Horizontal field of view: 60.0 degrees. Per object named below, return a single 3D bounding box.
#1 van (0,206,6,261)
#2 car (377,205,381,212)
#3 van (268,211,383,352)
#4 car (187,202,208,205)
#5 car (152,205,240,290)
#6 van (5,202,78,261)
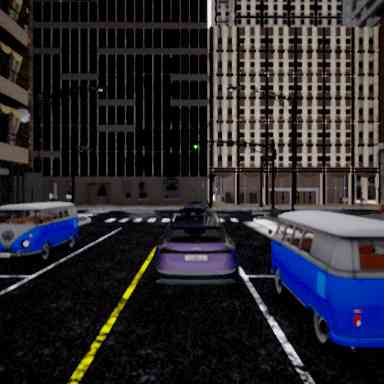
[{"bbox_3d":[-5.322,1.304,5.907,1.690,1.788,3.998,0,0,0],"label":"van"},{"bbox_3d":[18.982,1.305,29.351,4.829,1.417,1.752,0,0,0],"label":"car"},{"bbox_3d":[2.558,1.305,5.929,1.690,1.788,3.998,0,0,0],"label":"van"},{"bbox_3d":[0.418,1.399,24.207,2.033,1.411,5.357,0,1,8],"label":"car"},{"bbox_3d":[0.082,1.376,8.950,2.033,1.649,4.856,0,0,0],"label":"car"},{"bbox_3d":[-5.335,1.271,11.597,1.690,1.788,3.998,0,0,0],"label":"van"}]
